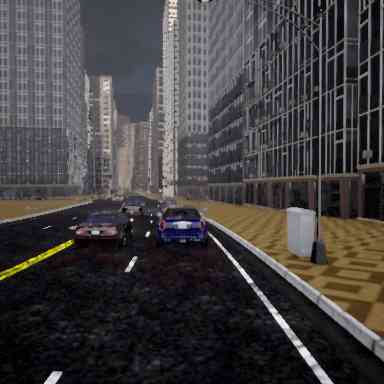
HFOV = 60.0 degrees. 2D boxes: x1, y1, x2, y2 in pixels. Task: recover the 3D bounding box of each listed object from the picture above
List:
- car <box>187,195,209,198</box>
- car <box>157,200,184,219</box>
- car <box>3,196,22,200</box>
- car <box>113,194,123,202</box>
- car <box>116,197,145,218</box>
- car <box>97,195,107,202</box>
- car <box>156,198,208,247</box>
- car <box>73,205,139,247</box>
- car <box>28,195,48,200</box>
[{"bbox_3d":[1.069,1.384,86.925,5.009,1.841,2.192,0,0,-9],"label":"car"},{"bbox_3d":[-2.058,1.532,30.369,2.033,1.411,5.357,0,0,-8],"label":"car"},{"bbox_3d":[-42.940,1.390,79.593,4.206,1.307,1.802,0,0,-9],"label":"car"},{"bbox_3d":[-15.865,1.259,71.330,2.097,1.767,4.553,0,0,-10],"label":"car"},{"bbox_3d":[-5.279,1.472,29.936,2.128,1.511,4.902,0,0,-8],"label":"car"},{"bbox_3d":[-18.982,1.434,70.307,2.033,1.411,5.357,0,0,-10],"label":"car"},{"bbox_3d":[-0.518,1.353,15.092,2.097,1.767,4.553,0,0,-4],"label":"car"},{"bbox_3d":[-3.763,1.554,14.905,2.033,1.411,5.357,0,0,-4],"label":"car"},{"bbox_3d":[-37.324,1.409,80.480,4.313,1.339,1.947,0,0,-9],"label":"car"}]
